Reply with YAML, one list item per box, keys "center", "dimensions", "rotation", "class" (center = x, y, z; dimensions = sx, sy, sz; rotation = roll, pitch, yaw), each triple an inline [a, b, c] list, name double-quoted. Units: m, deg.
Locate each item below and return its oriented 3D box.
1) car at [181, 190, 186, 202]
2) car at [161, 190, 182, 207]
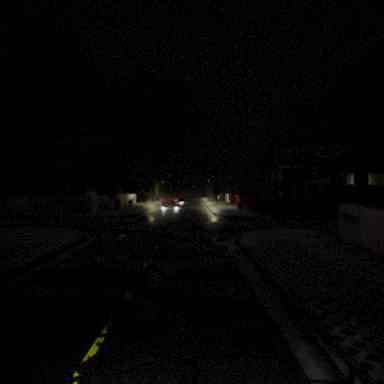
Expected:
- center: [-2.684, 0.734, 62.265]
  dimensions: [2.150, 2.045, 5.566]
  rotation: [0, 0, 0]
  class: "car"
- center: [-2.784, 1.003, 43.519]
  dimensions: [2.097, 1.767, 4.553]
  rotation: [0, 0, 0]
  class: "car"
